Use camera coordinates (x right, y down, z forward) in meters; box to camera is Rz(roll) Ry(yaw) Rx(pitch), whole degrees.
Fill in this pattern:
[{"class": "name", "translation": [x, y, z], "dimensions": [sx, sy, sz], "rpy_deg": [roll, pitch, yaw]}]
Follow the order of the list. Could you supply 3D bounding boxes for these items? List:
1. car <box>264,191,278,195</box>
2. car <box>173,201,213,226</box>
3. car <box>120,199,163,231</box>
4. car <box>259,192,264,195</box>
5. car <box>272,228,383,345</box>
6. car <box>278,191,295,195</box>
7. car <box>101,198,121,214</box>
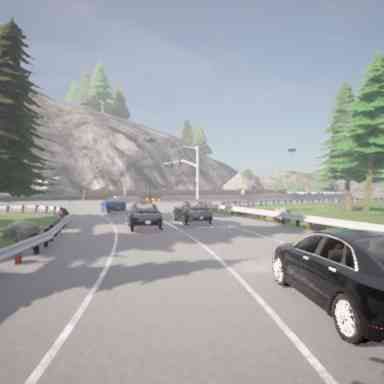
[{"class": "car", "translation": [22.650, 0.661, 88.464], "dimensions": [5.566, 2.045, 2.150], "rpy_deg": [0, 0, -34]}, {"class": "car", "translation": [-0.041, 1.368, 22.640], "dimensions": [2.128, 1.511, 4.902], "rpy_deg": [0, 0, -15]}, {"class": "car", "translation": [-2.970, 1.393, 20.162], "dimensions": [2.128, 1.511, 4.902], "rpy_deg": [0, 0, -15]}, {"class": "car", "translation": [20.039, 0.787, 90.884], "dimensions": [4.553, 1.767, 2.097], "rpy_deg": [0, 0, -34]}, {"class": "car", "translation": [3.040, 1.459, 6.362], "dimensions": [1.837, 1.490, 4.892], "rpy_deg": [0, 1, -5]}, {"class": "car", "translation": [25.337, 0.916, 86.084], "dimensions": [5.008, 1.535, 1.882], "rpy_deg": [0, 0, -34]}, {"class": "car", "translation": [-8.014, 1.325, 33.766], "dimensions": [1.882, 1.535, 5.008], "rpy_deg": [0, 0, -25]}]
